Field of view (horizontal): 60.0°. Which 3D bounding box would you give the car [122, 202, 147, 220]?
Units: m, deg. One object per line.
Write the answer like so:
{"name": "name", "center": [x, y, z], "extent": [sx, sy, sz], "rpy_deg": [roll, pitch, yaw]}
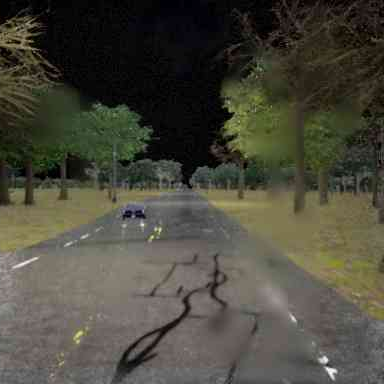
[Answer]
{"name": "car", "center": [-4.609, 1.506, 27.064], "extent": [1.895, 1.301, 4.718], "rpy_deg": [0, 0, -6]}
